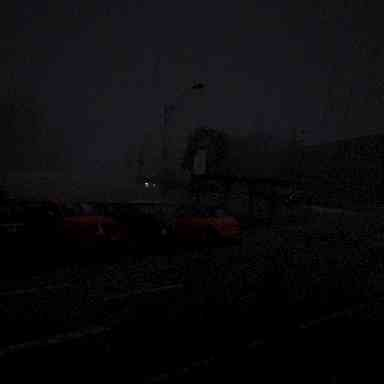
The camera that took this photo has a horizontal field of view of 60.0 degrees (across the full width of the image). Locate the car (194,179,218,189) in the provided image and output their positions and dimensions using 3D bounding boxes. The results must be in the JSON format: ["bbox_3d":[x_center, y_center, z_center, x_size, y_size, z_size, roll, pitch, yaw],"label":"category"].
[{"bbox_3d":[2.678,-1.445,62.337,1.946,1.575,5.366,7,3,35],"label":"car"}]

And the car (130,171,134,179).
[{"bbox_3d":[-13.241,-4.011,84.104,2.435,2.045,5.566,1,-2,34],"label":"car"}]

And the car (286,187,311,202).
[{"bbox_3d":[14.717,0.510,44.966,2.002,1.452,4.674,7,3,35],"label":"car"}]

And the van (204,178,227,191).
[{"bbox_3d":[4.266,-1.399,59.614,1.878,1.987,4.442,8,3,35],"label":"van"}]

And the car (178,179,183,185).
[{"bbox_3d":[-0.917,-1.955,67.104,2.002,1.452,4.674,7,3,34],"label":"car"}]

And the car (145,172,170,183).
[{"bbox_3d":[-7.912,-3.342,76.844,2.435,2.045,5.566,7,3,34],"label":"car"}]

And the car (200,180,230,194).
[{"bbox_3d":[2.451,-0.687,46.907,2.128,1.511,4.902,3,4,-36],"label":"car"}]

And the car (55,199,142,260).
[{"bbox_3d":[-4.960,1.276,12.943,5.566,2.045,2.435,-1,-2,35],"label":"car"}]

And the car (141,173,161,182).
[{"bbox_3d":[-9.718,-3.496,79.302,2.185,1.767,4.553,6,2,33],"label":"car"}]

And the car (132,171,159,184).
[{"bbox_3d":[-8.749,-2.453,62.559,1.882,1.535,5.008,3,3,-36],"label":"car"}]

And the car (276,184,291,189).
[{"bbox_3d":[13.018,-0.054,47.433,2.435,2.045,5.566,7,3,35],"label":"car"}]

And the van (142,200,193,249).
[{"bbox_3d":[-2.431,1.338,14.626,4.442,1.987,1.878,-1,-2,35],"label":"van"}]

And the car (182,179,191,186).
[{"bbox_3d":[0.836,-1.680,64.649,2.002,1.452,4.674,8,3,34],"label":"car"}]

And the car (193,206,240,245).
[{"bbox_3d":[-0.032,1.477,16.388,4.553,1.767,2.185,-1,-1,35],"label":"car"}]

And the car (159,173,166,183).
[{"bbox_3d":[-6.054,-2.816,74.592,1.946,1.575,5.366,7,3,34],"label":"car"}]

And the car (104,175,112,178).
[{"bbox_3d":[-22.634,-3.843,89.065,1.895,1.301,4.718,2,-3,-21],"label":"car"}]

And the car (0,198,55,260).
[{"bbox_3d":[-7.465,1.239,11.225,5.566,2.045,2.435,-1,-1,34],"label":"car"}]

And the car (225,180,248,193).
[{"bbox_3d":[7.774,-0.624,54.794,2.231,1.521,4.892,7,3,35],"label":"car"}]

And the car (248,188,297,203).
[{"bbox_3d":[9.039,0.454,37.767,1.895,1.301,4.718,3,4,-36],"label":"car"}]
